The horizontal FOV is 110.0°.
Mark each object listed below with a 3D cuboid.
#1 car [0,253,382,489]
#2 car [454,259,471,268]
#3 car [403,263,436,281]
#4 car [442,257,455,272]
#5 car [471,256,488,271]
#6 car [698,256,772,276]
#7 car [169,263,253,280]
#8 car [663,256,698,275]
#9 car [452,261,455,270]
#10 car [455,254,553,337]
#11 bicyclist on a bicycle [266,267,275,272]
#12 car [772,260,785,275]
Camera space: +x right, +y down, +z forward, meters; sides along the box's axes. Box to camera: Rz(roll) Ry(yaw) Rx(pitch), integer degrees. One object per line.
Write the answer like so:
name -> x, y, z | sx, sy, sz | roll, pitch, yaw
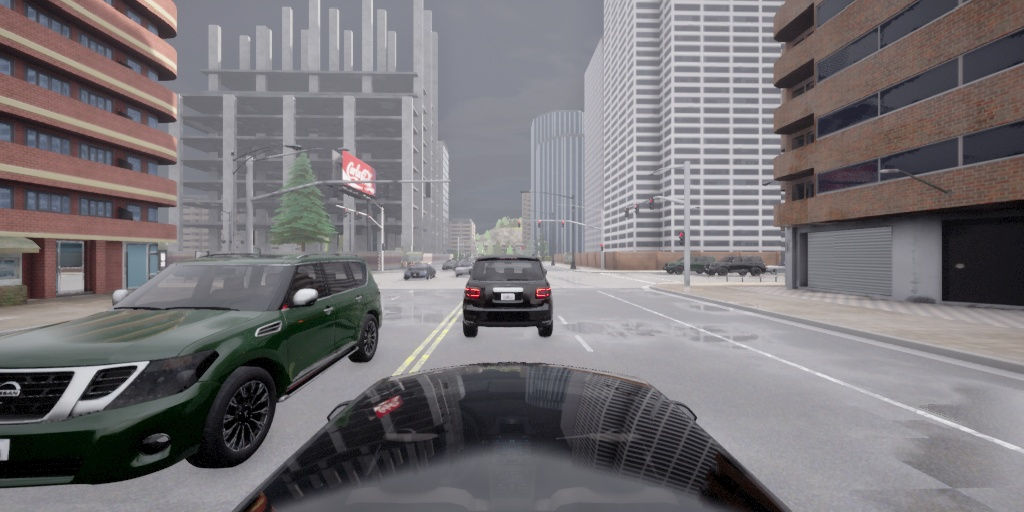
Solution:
car -> -3.674, 0.971, 5.207 | 2.150, 2.045, 5.566 | 0, 0, -2
car -> -8.231, 1.242, 59.920 | 2.128, 1.511, 4.902 | 0, 0, -1
car -> -7.655, 1.314, 30.119 | 1.994, 1.385, 4.181 | 0, 0, -1
car -> -7.995, 1.255, 47.253 | 1.837, 1.490, 4.892 | 0, 0, -1
car -> -4.566, 0.972, 51.057 | 2.150, 2.045, 5.566 | 0, 0, -2
car -> 22.015, 0.971, 35.561 | 5.566, 2.045, 2.150 | 0, 0, -2
car -> -25.608, 1.297, 30.650 | 5.357, 1.411, 2.033 | 0, 0, -1
car -> 19.406, 0.972, 38.992 | 5.566, 2.045, 2.150 | 0, 0, -1
car -> -4.238, 1.351, 34.281 | 1.895, 1.301, 4.718 | 0, 0, -1
car -> -0.116, 0.971, 10.421 | 2.150, 2.045, 5.566 | 0, 0, -1
bicyclist on a bicycle -> -28.682, 1.051, 42.559 | 0.582, 1.620, 1.656 | 0, 0, -1
car -> 29.536, 1.351, 39.239 | 4.718, 1.301, 1.895 | 0, 0, -1
